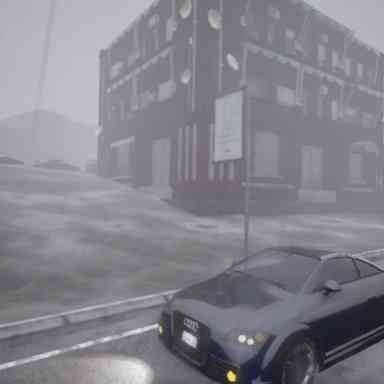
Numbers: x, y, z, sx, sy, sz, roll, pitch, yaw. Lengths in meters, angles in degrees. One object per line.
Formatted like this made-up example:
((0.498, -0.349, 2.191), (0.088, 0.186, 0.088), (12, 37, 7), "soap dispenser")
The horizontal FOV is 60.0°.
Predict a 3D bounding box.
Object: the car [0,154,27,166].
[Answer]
((-17.970, -2.580, 31.139), (1.895, 1.301, 4.718), (0, -2, 40), "car")

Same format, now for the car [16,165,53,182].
((-22.374, -2.605, 47.199), (5.566, 2.045, 2.435), (0, -3, 39), "car")

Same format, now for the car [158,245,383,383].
((1.594, 1.579, 5.128), (4.181, 1.385, 1.994), (0, 0, -35), "car")

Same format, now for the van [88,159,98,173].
((-9.471, -2.479, 36.920), (1.878, 1.987, 4.442), (0, -2, 39), "van")

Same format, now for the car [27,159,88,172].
((-13.057, -2.467, 32.518), (2.002, 1.452, 4.674), (0, -2, 40), "car")
